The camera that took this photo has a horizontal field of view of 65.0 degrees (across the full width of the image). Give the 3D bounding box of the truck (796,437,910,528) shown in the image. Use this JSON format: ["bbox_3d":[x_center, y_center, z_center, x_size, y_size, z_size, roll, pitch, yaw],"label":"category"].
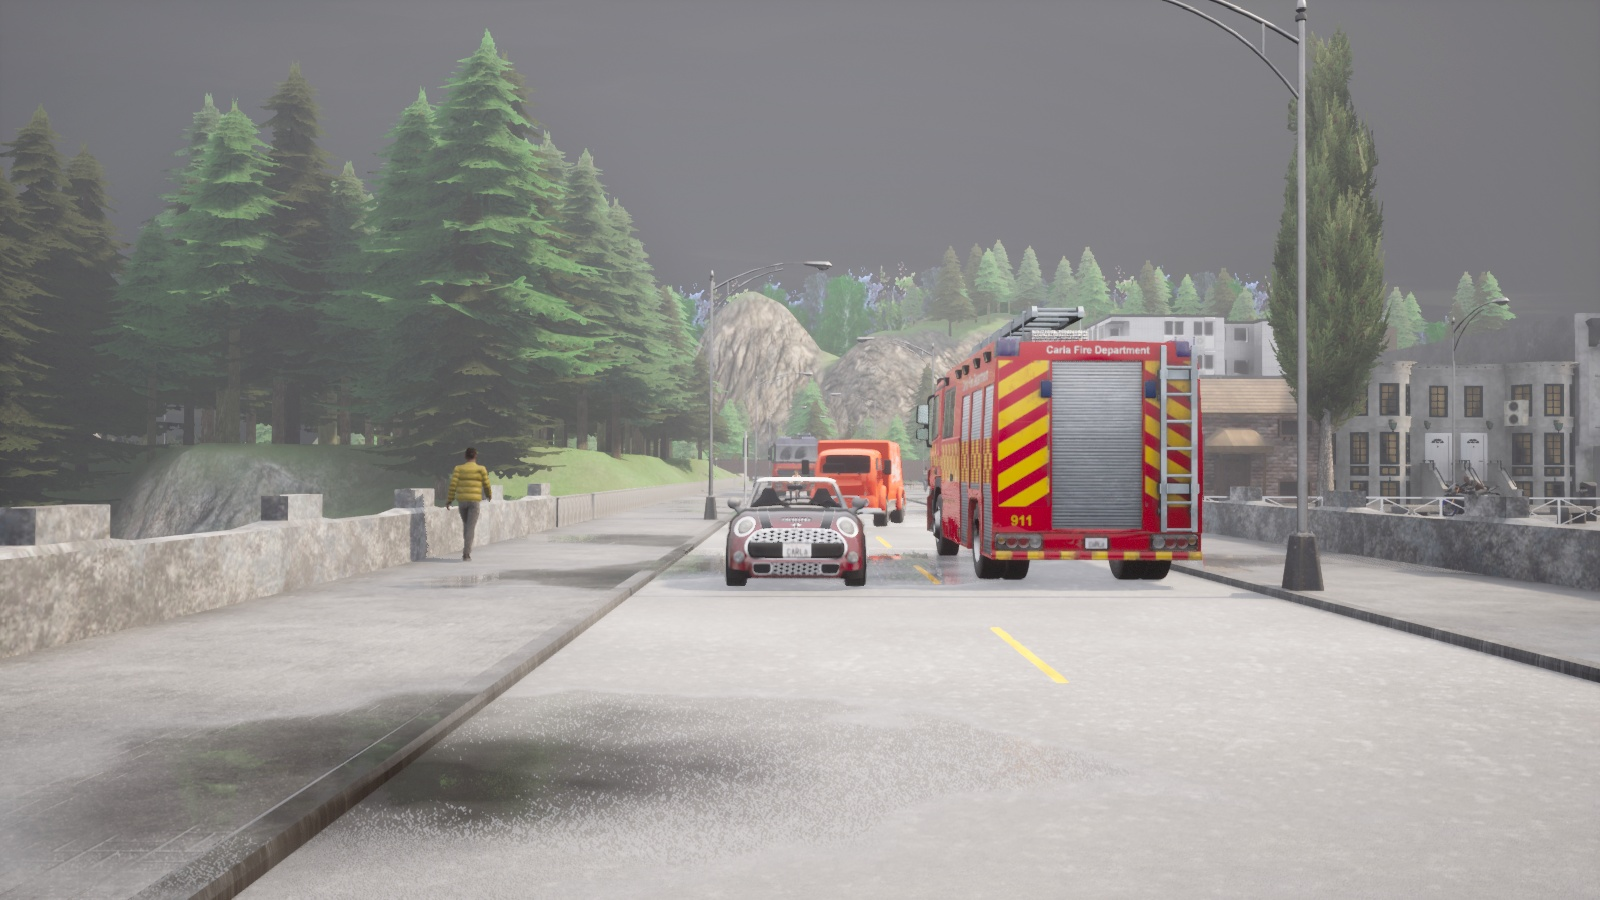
[{"bbox_3d":[1.648,0.936,36.719,2.627,2.467,5.204,-1,-1,10],"label":"truck"}]

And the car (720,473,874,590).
[{"bbox_3d":[-0.046,1.082,18.022,1.970,1.475,3.806,0,-1,0],"label":"car"}]

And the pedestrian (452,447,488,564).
[{"bbox_3d":[-5.298,0.884,20.180,0.431,1.840,0.709,0,-1,-3],"label":"pedestrian"}]

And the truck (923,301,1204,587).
[{"bbox_3d":[3.942,-0.013,21.061,2.891,3.827,8.468,0,-1,0],"label":"truck"}]

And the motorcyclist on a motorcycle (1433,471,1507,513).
[{"bbox_3d":[24.408,1.519,45.770,2.191,1.530,0.866,0,-1,0],"label":"motorcyclist on a motorcycle"}]

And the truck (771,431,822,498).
[{"bbox_3d":[-0.194,0.927,76.205,2.891,3.827,8.468,0,-1,0],"label":"truck"}]
